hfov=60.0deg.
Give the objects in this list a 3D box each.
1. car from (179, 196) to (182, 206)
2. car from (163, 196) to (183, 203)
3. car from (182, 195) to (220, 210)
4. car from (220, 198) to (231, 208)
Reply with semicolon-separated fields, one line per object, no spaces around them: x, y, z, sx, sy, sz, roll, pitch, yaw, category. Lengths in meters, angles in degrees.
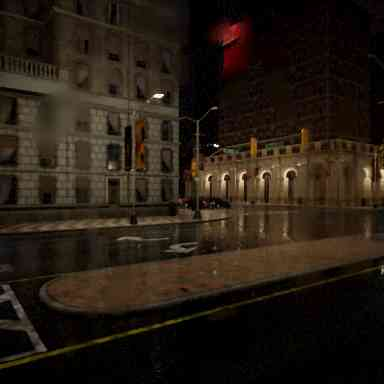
-2.303;1.403;55.860;2.097;1.767;4.553;0;0;-35;car
-4.087;1.576;70.819;2.128;1.511;4.902;0;0;-35;car
1.150;1.397;44.959;2.097;1.767;4.553;0;0;-35;car
3.444;1.529;47.764;1.882;1.535;5.008;0;0;-36;car
